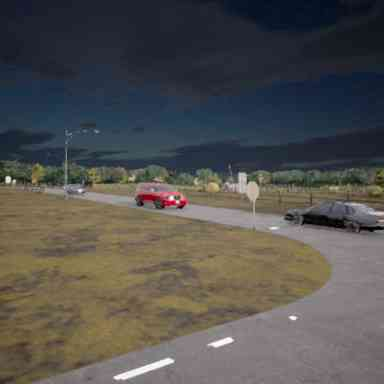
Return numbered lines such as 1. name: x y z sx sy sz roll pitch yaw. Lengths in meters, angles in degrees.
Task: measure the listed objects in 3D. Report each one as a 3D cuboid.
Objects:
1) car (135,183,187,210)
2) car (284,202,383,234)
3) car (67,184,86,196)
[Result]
1. car: -2.687 0.296 27.226 2.150 2.045 5.566 -1 3 -36
2. car: 7.360 1.192 16.906 2.033 1.411 5.357 -1 3 -35
3. car: -16.146 -0.351 45.903 2.128 1.511 4.902 -1 3 -35
